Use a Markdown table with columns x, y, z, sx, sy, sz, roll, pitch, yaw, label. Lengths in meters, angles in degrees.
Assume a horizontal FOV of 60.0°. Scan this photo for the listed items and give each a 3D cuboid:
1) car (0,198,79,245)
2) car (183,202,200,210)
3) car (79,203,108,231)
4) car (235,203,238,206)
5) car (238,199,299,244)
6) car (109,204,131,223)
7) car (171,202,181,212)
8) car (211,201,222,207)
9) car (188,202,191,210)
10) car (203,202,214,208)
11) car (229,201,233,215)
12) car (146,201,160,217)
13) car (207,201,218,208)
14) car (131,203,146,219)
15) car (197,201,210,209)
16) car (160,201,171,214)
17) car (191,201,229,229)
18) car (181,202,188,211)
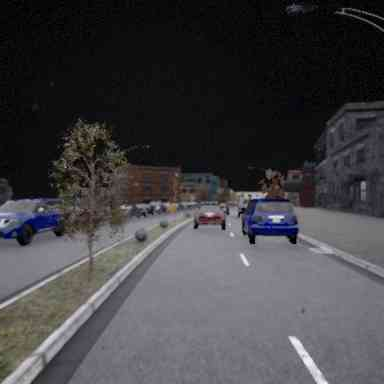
| x | y | z | sx | sy | sz | roll | pitch | yaw | label |
| --- | --- | --- | --- | --- | --- | --- | --- | --- | --- |
| -8.091 | 1.331 | 16.448 | 2.435 | 2.045 | 5.566 | 0 | -1 | 5 | car |
| 0.038 | 2.682 | 65.747 | 2.231 | 1.521 | 4.892 | 0 | -2 | 14 | car |
| -7.640 | 1.542 | 22.037 | 2.185 | 1.767 | 4.553 | 0 | -1 | 6 | car |
| 6.558 | 2.202 | 40.222 | 1.895 | 1.301 | 4.718 | 0 | -1 | 9 | car |
| 3.749 | 1.341 | 16.737 | 2.150 | 2.045 | 5.566 | 0 | -1 | 4 | car |
| -7.085 | 1.776 | 27.642 | 2.231 | 1.521 | 4.892 | 0 | -1 | 7 | car |
| -3.705 | 2.278 | 49.565 | 2.097 | 1.535 | 5.008 | 0 | -1 | 12 | car |
| 6.832 | 3.364 | 92.522 | 2.185 | 1.767 | 4.553 | 0 | -2 | 14 | car |
| -1.312 | 2.535 | 60.397 | 2.231 | 1.521 | 4.892 | 0 | -2 | 14 | car |
| 4.079 | 3.198 | 81.669 | 2.002 | 1.452 | 4.674 | 0 | -2 | 14 | car |
| 3.704 | 2.125 | 41.260 | 1.837 | 1.490 | 4.892 | 0 | -1 | 9 | car |
| -5.646 | 2.053 | 38.484 | 2.163 | 1.488 | 4.792 | 0 | -1 | 9 | car |
| 5.475 | 3.199 | 87.174 | 2.185 | 1.767 | 4.553 | 0 | -2 | 14 | car |
| -6.430 | 1.937 | 33.022 | 2.002 | 1.452 | 4.674 | 0 | -1 | 8 | car |
| 2.728 | 2.872 | 76.352 | 2.185 | 1.767 | 4.553 | 0 | -2 | 14 | car |
| -4.723 | 2.028 | 44.140 | 2.185 | 1.767 | 4.553 | 0 | -1 | 11 | car |
| 1.356 | 1.581 | 23.700 | 2.097 | 1.767 | 4.553 | 0 | -1 | 5 | car |
| -2.566 | 2.444 | 54.993 | 2.002 | 1.452 | 4.674 | 0 | -1 | 13 | car |
